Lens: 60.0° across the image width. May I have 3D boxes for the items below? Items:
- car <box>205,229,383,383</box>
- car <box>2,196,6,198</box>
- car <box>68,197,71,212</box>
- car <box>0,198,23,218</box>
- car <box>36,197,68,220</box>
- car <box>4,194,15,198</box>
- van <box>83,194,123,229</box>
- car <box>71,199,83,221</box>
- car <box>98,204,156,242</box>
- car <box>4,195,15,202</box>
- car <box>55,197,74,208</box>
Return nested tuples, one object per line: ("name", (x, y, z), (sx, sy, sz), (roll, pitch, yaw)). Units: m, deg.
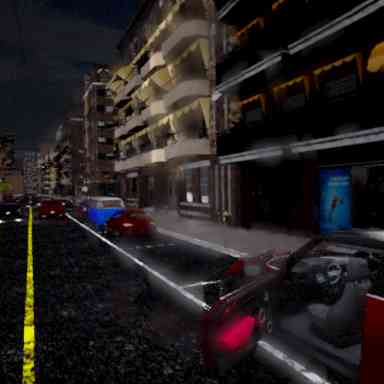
("car", (2.205, 1.263, 4.275), (2.097, 1.767, 4.553), (-1, 1, -26))
("car", (-24.993, 1.528, 41.785), (1.887, 1.381, 4.507), (-1, 1, -26))
("car", (-12.621, 1.388, 35.492), (2.008, 1.369, 4.403), (-1, 1, -26))
("car", (-15.863, 1.521, 28.998), (1.994, 1.385, 4.181), (-1, 1, -26))
("car", (-11.737, 1.379, 27.676), (1.882, 1.535, 5.008), (-1, 1, -26))
("car", (-39.149, 1.266, 70.915), (2.192, 1.841, 5.009), (-1, 1, -26))
("van", (-5.372, 1.209, 20.560), (1.690, 1.788, 3.998), (-1, 1, -26))
("car", (-7.788, 1.297, 25.537), (1.967, 1.590, 4.097), (-1, 1, -26))
("car", (-2.951, 1.460, 15.586), (1.802, 1.307, 4.206), (-1, 1, -26))
("car", (-41.558, 1.513, 75.886), (1.947, 1.339, 4.313), (-1, 1, -26))
("car", (-17.456, 1.370, 45.445), (2.008, 1.369, 4.403), (-1, 1, -26))
